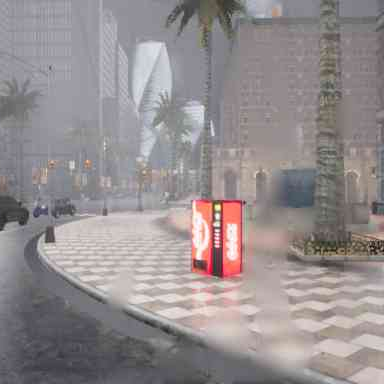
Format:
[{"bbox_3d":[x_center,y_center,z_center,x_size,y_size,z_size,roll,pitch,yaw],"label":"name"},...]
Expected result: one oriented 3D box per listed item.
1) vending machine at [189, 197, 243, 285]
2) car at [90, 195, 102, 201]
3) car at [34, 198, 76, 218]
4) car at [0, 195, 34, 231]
[{"bbox_3d":[0.636,1.195,8.717,1.100,2.100,0.880,0,0,-43],"label":"vending machine"},{"bbox_3d":[-24.290,1.513,84.688,2.161,1.482,4.786,0,0,1],"label":"car"},{"bbox_3d":[-12.436,1.352,30.360,2.097,1.767,4.553,0,0,5],"label":"car"},{"bbox_3d":[-12.211,1.221,20.787,2.150,2.045,5.566,0,0,-6],"label":"car"}]
